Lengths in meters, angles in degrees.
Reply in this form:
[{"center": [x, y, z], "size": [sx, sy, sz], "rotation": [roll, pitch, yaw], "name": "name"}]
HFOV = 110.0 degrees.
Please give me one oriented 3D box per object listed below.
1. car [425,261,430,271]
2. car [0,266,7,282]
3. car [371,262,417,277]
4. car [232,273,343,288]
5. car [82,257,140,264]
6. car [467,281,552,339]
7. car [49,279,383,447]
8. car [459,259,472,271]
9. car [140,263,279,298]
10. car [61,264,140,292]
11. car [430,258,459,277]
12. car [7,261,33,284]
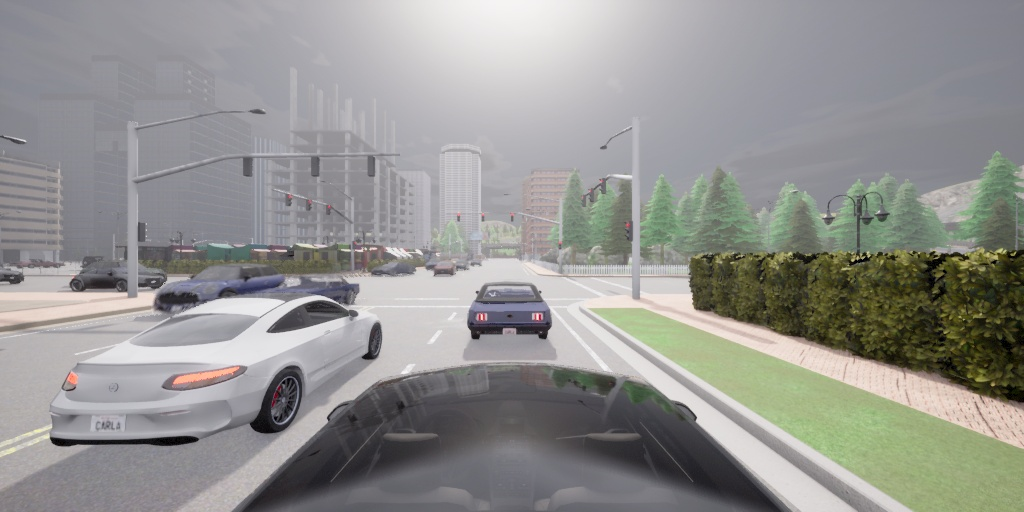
[{"center": [-10.580, 1.101, 49.706], "size": [2.097, 1.767, 4.553], "rotation": [0, 0, 0], "name": "car"}, {"center": [-33.872, 1.297, 21.081], "size": [5.357, 1.411, 2.033], "rotation": [0, 0, 2], "name": "car"}, {"center": [-11.678, 1.297, 36.021], "size": [2.033, 1.411, 5.357], "rotation": [0, 0, 19], "name": "car"}, {"center": [-7.326, 1.351, 13.006], "size": [1.895, 1.301, 4.718], "rotation": [0, 0, -1], "name": "car"}, {"center": [-26.340, 1.102, 24.381], "size": [4.553, 1.767, 2.097], "rotation": [0, 0, 2], "name": "car"}, {"center": [-0.092, 1.351, 9.997], "size": [1.895, 1.301, 4.718], "rotation": [0, 0, -1], "name": "car"}, {"center": [-3.506, 1.276, 5.389], "size": [1.812, 1.442, 4.674], "rotation": [0, 0, -1], "name": "car"}, {"center": [-7.079, 1.252, 49.965], "size": [1.837, 1.490, 4.892], "rotation": [0, 1, 0], "name": "car"}, {"center": [-10.827, 1.102, 13.771], "size": [2.097, 1.767, 4.553], "rotation": [0, 0, -1], "name": "car"}, {"center": [-22.720, 1.314, 20.782], "size": [4.181, 1.385, 1.994], "rotation": [0, 0, 1], "name": "car"}, {"center": [-6.739, 1.227, 36.092], "size": [1.882, 1.535, 5.008], "rotation": [0, 0, -5], "name": "car"}, {"center": [-36.703, 1.255, 24.661], "size": [4.892, 1.490, 1.837], "rotation": [0, 0, 2], "name": "car"}]
